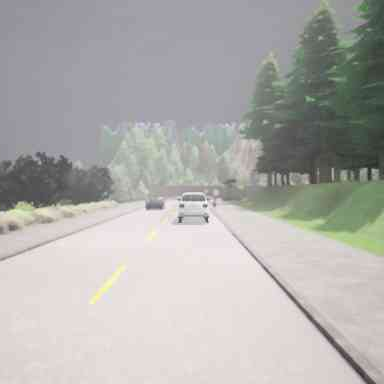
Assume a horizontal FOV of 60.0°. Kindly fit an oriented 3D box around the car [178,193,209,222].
[{"bbox_3d":[0.117,1.064,24.602,2.150,2.045,5.566,0,0,0],"label":"car"}]

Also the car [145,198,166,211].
[{"bbox_3d":[-4.061,1.366,37.296,1.895,1.301,4.718,0,0,0],"label":"car"}]

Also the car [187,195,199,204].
[{"bbox_3d":[0.138,1.258,54.178,1.895,1.301,4.718,0,0,0],"label":"car"}]
